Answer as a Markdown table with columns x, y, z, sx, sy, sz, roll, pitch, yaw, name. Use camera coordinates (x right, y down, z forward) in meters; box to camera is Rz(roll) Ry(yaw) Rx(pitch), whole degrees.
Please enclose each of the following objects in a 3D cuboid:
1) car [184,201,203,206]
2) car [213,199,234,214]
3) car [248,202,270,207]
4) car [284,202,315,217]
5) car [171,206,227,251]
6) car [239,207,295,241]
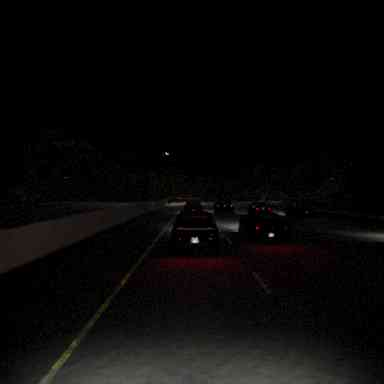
| x | y | z | sx | sy | sz | roll | pitch | yaw | name |
| --- | --- | --- | --- | --- | --- | --- | --- | --- | --- |
| 0.145 | 1.693 | 35.751 | 1.882 | 1.535 | 5.008 | 0 | 0 | 0 | car |
| 3.647 | 1.590 | 38.900 | 2.097 | 1.767 | 4.553 | 0 | 0 | 0 | car |
| 7.145 | 1.767 | 35.844 | 2.033 | 1.411 | 5.357 | 0 | 0 | 0 | car |
| 10.641 | 1.695 | 33.229 | 2.128 | 1.511 | 4.902 | 0 | 0 | 0 | car |
| 0.117 | 1.569 | 14.428 | 2.128 | 1.511 | 4.902 | 0 | 0 | 0 | car |
| 3.622 | 1.700 | 17.417 | 1.895 | 1.301 | 4.718 | 0 | 0 | 0 | car |
